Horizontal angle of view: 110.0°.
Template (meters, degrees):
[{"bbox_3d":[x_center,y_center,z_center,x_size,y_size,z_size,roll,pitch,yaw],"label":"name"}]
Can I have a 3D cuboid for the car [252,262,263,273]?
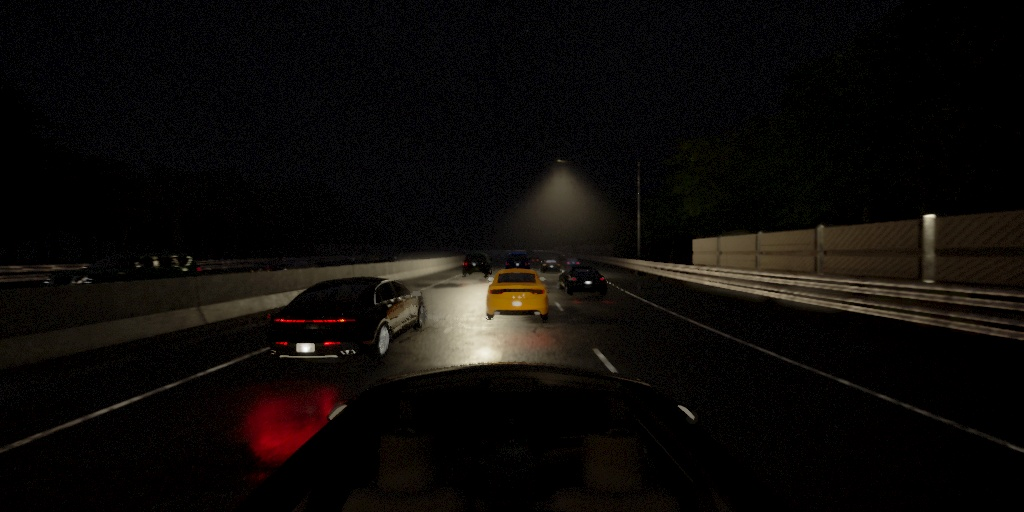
[{"bbox_3d":[-23.387,1.070,35.246,1.994,1.385,4.181,0,1,-2],"label":"car"}]

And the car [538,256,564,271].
[{"bbox_3d":[4.082,1.008,38.488,1.994,1.385,4.181,0,1,1],"label":"car"}]

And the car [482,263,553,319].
[{"bbox_3d":[0.172,1.189,12.673,1.882,1.535,5.008,0,0,1],"label":"car"}]

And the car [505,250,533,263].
[{"bbox_3d":[0.517,0.753,31.947,2.150,2.045,5.566,0,1,1],"label":"car"}]

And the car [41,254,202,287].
[{"bbox_3d":[-17.485,0.904,16.609,2.150,2.045,5.566,0,0,1],"label":"car"}]

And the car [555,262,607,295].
[{"bbox_3d":[3.649,1.224,19.016,1.994,1.385,4.181,0,0,1],"label":"car"}]

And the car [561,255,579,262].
[{"bbox_3d":[7.650,0.863,46.280,2.033,1.411,5.357,0,1,3],"label":"car"}]

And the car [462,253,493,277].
[{"bbox_3d":[-2.991,0.758,31.657,2.150,2.045,5.566,0,1,1],"label":"car"}]

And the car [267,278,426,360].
[{"bbox_3d":[-3.365,1.242,8.287,1.837,1.490,4.892,0,0,0],"label":"car"}]

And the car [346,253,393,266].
[{"bbox_3d":[-13.635,0.735,34.036,2.150,2.045,5.566,0,1,1],"label":"car"}]

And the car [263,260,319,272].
[{"bbox_3d":[-20.633,1.063,34.249,2.033,1.411,5.357,0,1,1],"label":"car"}]

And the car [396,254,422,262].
[{"bbox_3d":[-16.484,0.713,57.729,1.895,1.301,4.718,0,1,2],"label":"car"}]
